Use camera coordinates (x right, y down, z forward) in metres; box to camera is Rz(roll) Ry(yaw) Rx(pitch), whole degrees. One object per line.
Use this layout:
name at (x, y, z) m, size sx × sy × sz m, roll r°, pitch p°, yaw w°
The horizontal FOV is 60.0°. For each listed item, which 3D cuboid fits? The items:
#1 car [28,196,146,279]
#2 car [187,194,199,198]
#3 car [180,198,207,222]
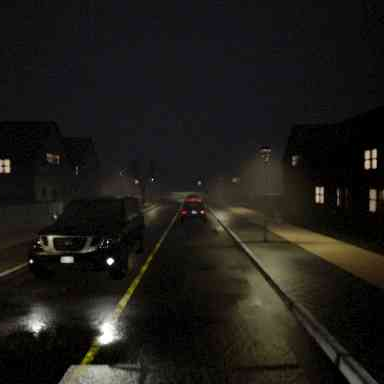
car at (-2.763, 1.160, 10.188) m, size 2.150 × 2.045 × 5.566 m, roll 0°, pitch 0°, yaw 0°
car at (0.122, 1.087, 41.258) m, size 2.097 × 1.767 × 4.553 m, roll 0°, pitch 0°, yaw 0°
car at (0.114, 1.390, 24.551) m, size 2.033 × 1.411 × 5.357 m, roll 0°, pitch 0°, yaw 0°
